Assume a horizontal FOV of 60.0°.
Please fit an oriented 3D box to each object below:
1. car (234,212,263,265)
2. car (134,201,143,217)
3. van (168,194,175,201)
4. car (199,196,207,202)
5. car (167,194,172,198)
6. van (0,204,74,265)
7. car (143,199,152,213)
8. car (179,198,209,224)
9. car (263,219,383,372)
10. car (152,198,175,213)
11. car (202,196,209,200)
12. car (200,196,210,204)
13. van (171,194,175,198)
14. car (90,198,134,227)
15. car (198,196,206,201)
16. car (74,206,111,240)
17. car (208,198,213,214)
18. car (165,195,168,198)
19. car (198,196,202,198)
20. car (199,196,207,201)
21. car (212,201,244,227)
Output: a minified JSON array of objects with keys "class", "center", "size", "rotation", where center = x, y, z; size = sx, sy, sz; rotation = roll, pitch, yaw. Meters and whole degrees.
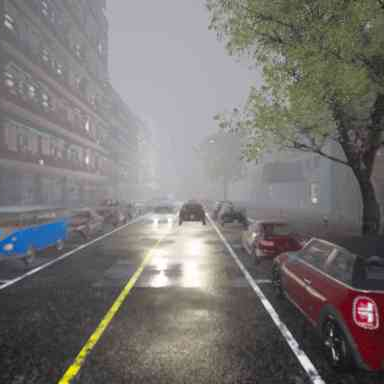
[{"class":"car","center":[2.690,1.586,11.380],"size":[1.802,1.307,4.206],"rotation":[0,0,0]},{"class":"car","center":[-5.691,1.585,28.472],"size":[1.947,1.339,4.313],"rotation":[0,0,0]},{"class":"van","center":[-5.694,1.488,91.137],"size":[1.690,1.788,3.998],"rotation":[0,0,0]},{"class":"car","center":[2.688,1.697,79.739],"size":[1.802,1.307,4.206],"rotation":[0,0,0]},{"class":"car","center":[-5.692,1.652,68.348],"size":[1.947,1.339,4.313],"rotation":[0,0,0]},{"class":"van","center":[-5.691,1.345,11.381],"size":[1.690,1.788,3.998],"rotation":[0,0,0]},{"class":"car","center":[-5.691,1.577,34.168],"size":[2.008,1.369,4.403],"rotation":[0,0,0]},{"class":"car","center":[0.038,1.492,24.588],"size":[1.882,1.535,5.008],"rotation":[0,0,1]},{"class":"car","center":[2.689,1.442,5.682],"size":[1.967,1.590,4.097],"rotation":[0,0,0]},{"class":"car","center":[-3.018,1.632,36.913],"size":[1.895,1.301,4.718],"rotation":[0,0,1]},{"class":"car","center":[2.689,1.614,56.954],"size":[2.008,1.369,4.403],"rotation":[0,0,0]},{"class":"car","center":[2.689,1.631,68.346],"size":[1.887,1.381,4.507],"rotation":[0,0,0]},{"class":"van","center":[-5.694,1.471,85.440],"size":[1.690,1.788,3.998],"rotation":[0,0,0]},{"class":"car","center":[-5.692,1.327,22.775],"size":[2.192,1.841,5.009],"rotation":[0,0,0]},{"class":"car","center":[2.688,1.713,91.133],"size":[1.947,1.339,4.313],"rotation":[0,0,0]},{"class":"car","center":[-5.691,1.589,17.078],"size":[1.802,1.307,4.206],"rotation":[0,0,0]},{"class":"car","center":[2.689,1.459,28.470],"size":[1.967,1.590,4.097],"rotation":[0,0,0]},{"class":"car","center":[-5.692,1.607,56.956],"size":[1.887,1.381,4.507],"rotation":[0,0,0]},{"class":"car","center":[0.090,1.568,44.614],"size":[1.812,1.442,4.674],"rotation":[0,0,0]},{"class":"car","center":[2.688,1.675,85.437],"size":[1.887,1.381,4.507],"rotation":[0,0,0]},{"class":"car","center":[2.690,1.564,22.773],"size":[2.008,1.369,4.403],"rotation":[0,0,0]}]
